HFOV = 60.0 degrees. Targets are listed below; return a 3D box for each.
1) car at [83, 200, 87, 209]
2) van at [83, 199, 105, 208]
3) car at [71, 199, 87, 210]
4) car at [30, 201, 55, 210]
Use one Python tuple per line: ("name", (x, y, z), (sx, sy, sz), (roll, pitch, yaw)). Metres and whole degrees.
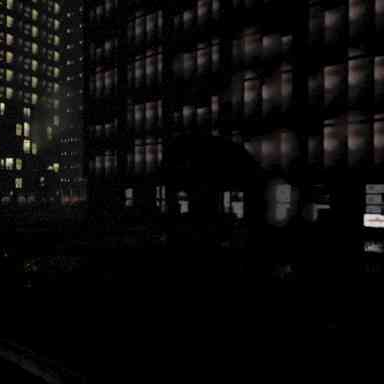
("car", (-16.277, 2.503, 58.453), (1.947, 1.339, 4.313), (0, -1, 35))
("van", (-19.936, 2.276, 67.877), (1.690, 1.788, 3.998), (0, -1, 35))
("car", (-19.052, 2.268, 59.159), (2.097, 1.767, 4.553), (0, 0, 35))
("car", (-26.373, 2.262, 58.611), (1.967, 1.590, 4.097), (0, -1, 35))
